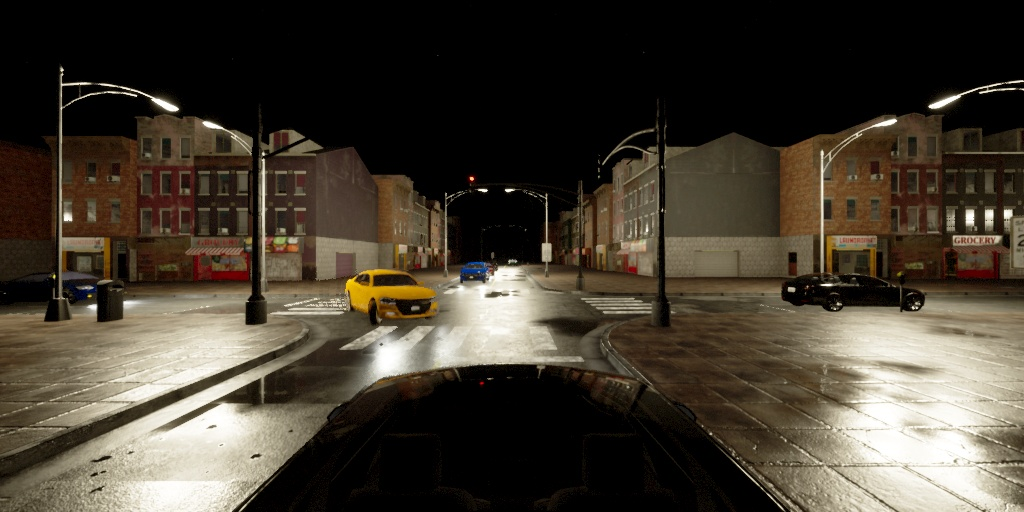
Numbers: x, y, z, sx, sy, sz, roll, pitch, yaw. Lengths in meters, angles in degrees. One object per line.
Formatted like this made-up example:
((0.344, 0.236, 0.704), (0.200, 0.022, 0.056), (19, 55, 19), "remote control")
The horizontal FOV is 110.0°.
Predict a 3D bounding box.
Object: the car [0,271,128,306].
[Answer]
((-19.697, 1.374, 15.757), (4.181, 1.385, 1.994), (0, 0, 0), "car")

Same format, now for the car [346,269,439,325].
((-4.195, 1.226, 12.160), (1.882, 1.535, 5.008), (2, -2, -36), "car")

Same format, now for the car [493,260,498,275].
((-2.832, 1.332, 37.871), (1.994, 1.385, 4.181), (0, 0, 0), "car")

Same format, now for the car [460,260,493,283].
((-2.822, 1.238, 27.920), (1.882, 1.535, 5.008), (0, 0, 1), "car")

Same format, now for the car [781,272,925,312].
((12.359, 1.266, 13.176), (4.313, 1.339, 1.948), (0, 0, 0), "car")
